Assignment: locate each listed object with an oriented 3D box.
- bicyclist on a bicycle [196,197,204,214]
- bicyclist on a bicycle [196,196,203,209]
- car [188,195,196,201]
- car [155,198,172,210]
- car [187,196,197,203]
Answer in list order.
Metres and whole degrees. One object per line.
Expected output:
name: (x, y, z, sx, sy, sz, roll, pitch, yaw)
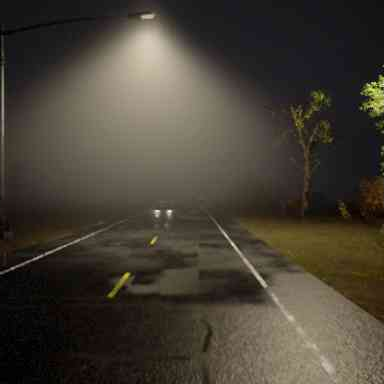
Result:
bicyclist on a bicycle: (0.950, 1.336, 33.521, 0.659, 1.776, 1.843, 0, 0, 0)
bicyclist on a bicycle: (0.935, 1.391, 43.396, 0.866, 1.612, 1.509, 0, 0, 0)
car: (-0.029, 1.501, 78.552, 1.895, 1.301, 4.718, 0, 0, 0)
car: (-3.602, 1.480, 42.824, 1.812, 1.442, 4.674, 0, 0, 0)
car: (-0.025, 1.490, 67.127, 1.994, 1.385, 4.181, 0, 0, 0)
